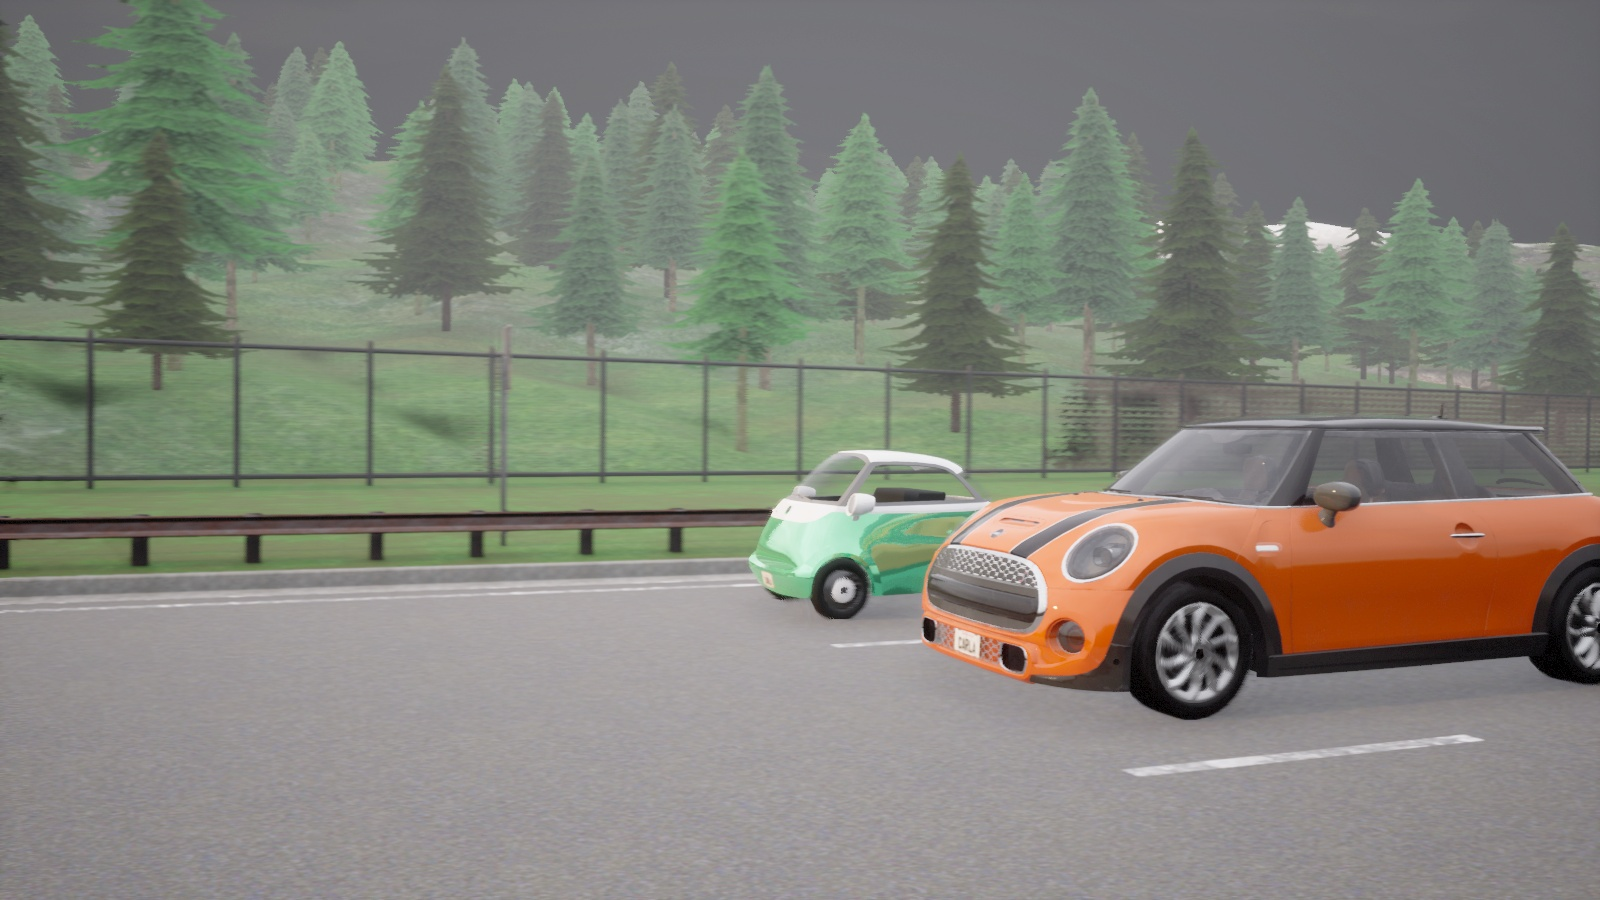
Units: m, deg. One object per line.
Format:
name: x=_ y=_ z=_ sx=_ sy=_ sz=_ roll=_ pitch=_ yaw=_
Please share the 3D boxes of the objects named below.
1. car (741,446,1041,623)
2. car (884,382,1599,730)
car: x=0.764 y=0.665 z=11.017 sx=2.207 sy=1.376 sz=1.481 roll=-1 pitch=1 yaw=-21
car: x=3.063 y=0.491 z=8.144 sx=4.553 sy=1.767 sz=2.097 roll=-1 pitch=1 yaw=-21
